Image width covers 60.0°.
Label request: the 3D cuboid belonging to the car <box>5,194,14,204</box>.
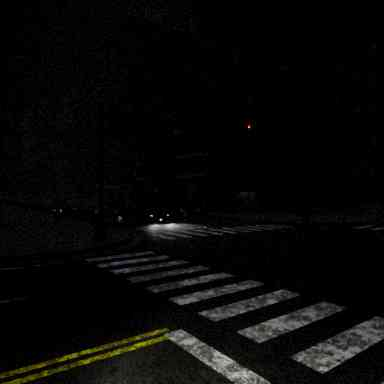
[{"bbox_3d":[-32.763,1.553,61.617,2.008,1.369,4.403,0,0,-35],"label":"car"}]

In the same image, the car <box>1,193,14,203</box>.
[{"bbox_3d":[-39.153,1.558,70.597,1.887,1.381,4.507,0,0,-35],"label":"car"}]

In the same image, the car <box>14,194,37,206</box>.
[{"bbox_3d":[-26.373,1.432,52.637,1.967,1.590,4.097,0,0,-35],"label":"car"}]

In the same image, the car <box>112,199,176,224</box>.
[{"bbox_3d":[-3.765,1.541,25.212,2.033,1.411,5.357,0,0,-37],"label":"car"}]

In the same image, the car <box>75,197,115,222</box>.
[{"bbox_3d":[-7.202,1.423,25.697,1.967,1.590,4.097,0,0,-35],"label":"car"}]

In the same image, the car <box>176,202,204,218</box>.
[{"bbox_3d":[-0.663,1.581,30.349,1.947,1.339,4.313,0,0,-35],"label":"car"}]

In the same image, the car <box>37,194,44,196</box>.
[{"bbox_3d":[-35.810,1.491,79.741,1.967,1.590,4.097,0,0,-35],"label":"car"}]

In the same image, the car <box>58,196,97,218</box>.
[{"bbox_3d":[-10.397,1.422,30.187,1.967,1.590,4.097,0,0,-35],"label":"car"}]

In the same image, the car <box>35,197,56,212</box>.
[{"bbox_3d":[-16.787,1.564,39.167,1.802,1.307,4.206,0,0,-35],"label":"car"}]

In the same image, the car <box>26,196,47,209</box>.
[{"bbox_3d":[-19.982,1.535,43.657,2.008,1.369,4.403,0,0,-35],"label":"car"}]

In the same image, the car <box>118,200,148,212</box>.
[{"bbox_3d":[-7.054,1.595,39.330,1.802,1.307,4.206,0,0,-35],"label":"car"}]

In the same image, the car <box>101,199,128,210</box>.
[{"bbox_3d":[-10.249,1.580,43.820,1.947,1.339,4.313,0,0,-35],"label":"car"}]

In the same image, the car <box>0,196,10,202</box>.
[{"bbox_3d":[-42.349,1.601,75.087,1.802,1.307,4.206,0,0,-35],"label":"car"}]
